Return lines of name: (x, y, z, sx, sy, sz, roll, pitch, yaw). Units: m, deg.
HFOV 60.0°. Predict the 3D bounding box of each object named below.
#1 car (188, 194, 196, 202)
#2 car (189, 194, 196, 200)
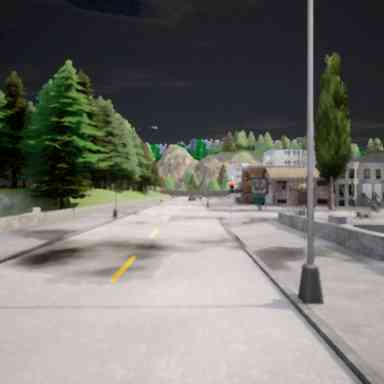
car: (0.033, 1.620, 82.196, 2.128, 1.511, 4.902, 0, 0, 0)
car: (0.037, 1.448, 92.616, 1.837, 1.490, 4.892, 0, 0, 0)
